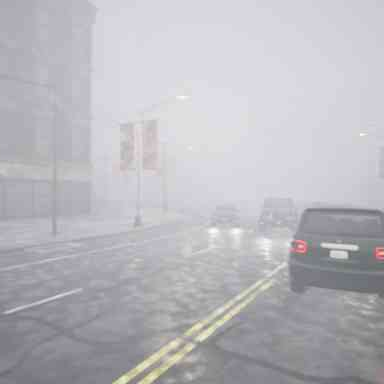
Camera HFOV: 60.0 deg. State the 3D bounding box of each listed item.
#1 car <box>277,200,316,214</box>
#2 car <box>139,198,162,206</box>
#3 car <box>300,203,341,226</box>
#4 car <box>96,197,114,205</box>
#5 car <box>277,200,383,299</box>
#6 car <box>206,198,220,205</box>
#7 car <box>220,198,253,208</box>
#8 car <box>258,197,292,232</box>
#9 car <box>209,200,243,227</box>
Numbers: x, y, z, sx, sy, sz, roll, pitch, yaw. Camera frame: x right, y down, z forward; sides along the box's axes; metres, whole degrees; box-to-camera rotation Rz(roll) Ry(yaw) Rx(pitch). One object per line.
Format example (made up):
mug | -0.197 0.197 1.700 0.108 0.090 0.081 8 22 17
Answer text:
car | 12.584 1.712 40.265 2.128 1.511 4.902 0 0 -16
car | -7.434 1.761 59.683 4.718 1.301 1.895 0 0 44
car | 9.968 1.660 26.268 1.837 1.490 4.892 1 0 7
car | -16.838 1.625 62.550 5.008 1.535 1.882 0 0 31
car | 4.025 1.278 8.572 2.150 2.045 5.566 0 0 29
car | 4.594 1.764 61.713 2.002 1.452 4.674 1 0 -41
car | 7.275 1.778 52.898 2.033 1.411 5.357 0 0 -33
car | 5.409 1.329 20.842 2.150 2.045 5.566 1 0 14
car | 2.519 1.606 24.196 1.837 1.490 4.892 1 0 9
